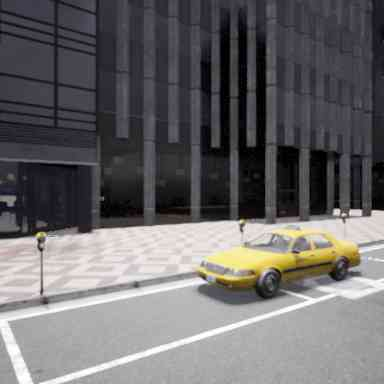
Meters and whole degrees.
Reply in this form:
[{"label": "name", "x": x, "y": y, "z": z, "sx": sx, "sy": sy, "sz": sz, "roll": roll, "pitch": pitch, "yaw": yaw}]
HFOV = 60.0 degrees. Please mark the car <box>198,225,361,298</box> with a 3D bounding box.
[{"label": "car", "x": 2.402, "y": 1.549, "z": 8.493, "sx": 4.829, "sy": 1.417, "sz": 1.752, "roll": 1, "pitch": -1, "yaw": -34}]
